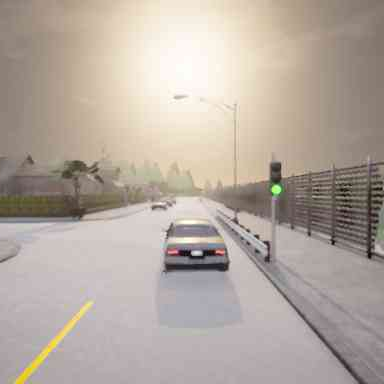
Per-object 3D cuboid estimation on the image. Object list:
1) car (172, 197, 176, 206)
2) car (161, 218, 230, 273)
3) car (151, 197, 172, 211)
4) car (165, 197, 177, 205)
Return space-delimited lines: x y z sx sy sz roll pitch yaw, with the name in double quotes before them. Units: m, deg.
"car" -4.066 1.556 52.571 1.882 1.535 5.008 0 0 0
"car" -0.027 1.563 10.757 2.033 1.411 5.357 0 0 -3
"car" -4.098 1.611 42.726 2.033 1.411 5.357 0 0 0
"car" -4.003 1.657 62.575 1.994 1.385 4.181 0 0 0
